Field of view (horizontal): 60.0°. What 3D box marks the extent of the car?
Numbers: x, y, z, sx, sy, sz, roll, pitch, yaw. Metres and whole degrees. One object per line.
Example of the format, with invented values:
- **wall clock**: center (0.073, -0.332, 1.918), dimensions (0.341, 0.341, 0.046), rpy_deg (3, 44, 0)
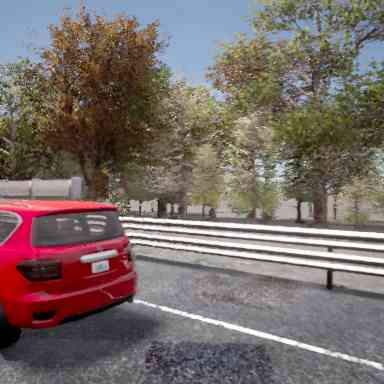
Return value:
- **car**: center (-3.526, 1.177, 6.392), dimensions (5.566, 2.045, 2.150), rpy_deg (0, 0, 35)
